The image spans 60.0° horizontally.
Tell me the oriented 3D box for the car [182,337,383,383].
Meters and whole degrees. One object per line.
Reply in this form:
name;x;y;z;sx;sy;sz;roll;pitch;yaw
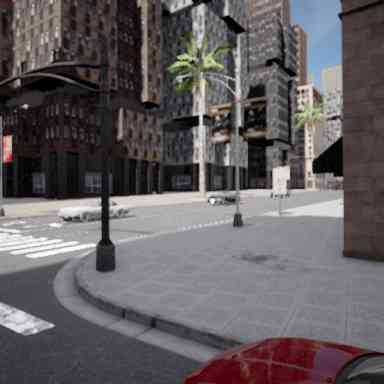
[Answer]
car;1.900;1.548;1.625;4.507;1.381;1.887;0;-1;35

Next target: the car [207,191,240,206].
car;3.490;0.702;36.329;2.128;1.511;4.902;-1;1;35

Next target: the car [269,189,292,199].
car;13.427;0.212;50.270;2.033;1.411;5.357;-1;1;35

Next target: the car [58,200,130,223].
car;-6.446;1.210;22.236;1.895;1.301;4.718;-1;1;35
